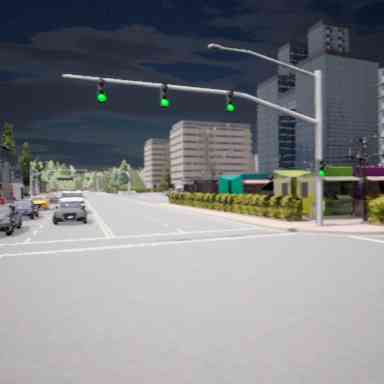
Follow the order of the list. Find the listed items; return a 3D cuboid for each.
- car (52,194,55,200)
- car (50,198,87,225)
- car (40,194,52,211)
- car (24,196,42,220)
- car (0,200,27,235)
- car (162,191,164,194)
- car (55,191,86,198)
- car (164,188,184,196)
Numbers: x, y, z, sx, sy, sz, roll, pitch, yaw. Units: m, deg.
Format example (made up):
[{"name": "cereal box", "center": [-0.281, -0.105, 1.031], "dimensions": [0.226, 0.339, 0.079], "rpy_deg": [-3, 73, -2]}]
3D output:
[{"name": "car", "center": [-21.661, 1.070, 50.878], "dimensions": [1.812, 1.442, 4.674], "rpy_deg": [-1, 1, -19]}, {"name": "car", "center": [-8.105, 1.340, 22.208], "dimensions": [1.994, 1.385, 4.181], "rpy_deg": [-1, 1, -19]}, {"name": "car", "center": [-16.467, 1.175, 35.639], "dimensions": [1.882, 1.535, 5.008], "rpy_deg": [-1, 1, -19]}, {"name": "car", "center": [-13.038, 1.322, 25.760], "dimensions": [1.812, 1.442, 4.674], "rpy_deg": [-1, 1, -19]}, {"name": "car", "center": [-10.182, 1.405, 17.495], "dimensions": [1.812, 1.442, 4.674], "rpy_deg": [-1, 1, -19]}, {"name": "car", "center": [-4.522, 0.039, 77.037], "dimensions": [4.605, 1.855, 1.932], "rpy_deg": [-1, 1, -21]}, {"name": "car", "center": [-11.169, 0.909, 31.048], "dimensions": [2.150, 2.045, 5.566], "rpy_deg": [-1, 1, -19]}, {"name": "car", "center": [-3.555, 0.069, 74.309], "dimensions": [3.866, 1.878, 1.905], "rpy_deg": [-1, 1, -21]}]
